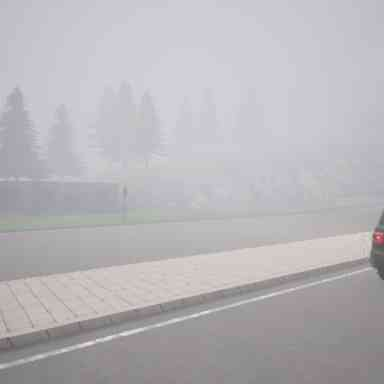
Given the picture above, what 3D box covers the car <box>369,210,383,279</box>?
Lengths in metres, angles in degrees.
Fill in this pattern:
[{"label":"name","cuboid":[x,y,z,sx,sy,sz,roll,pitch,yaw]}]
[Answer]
[{"label":"car","cuboid":[6.821,1.222,8.613,5.566,2.045,2.150,0,0,-36]}]
